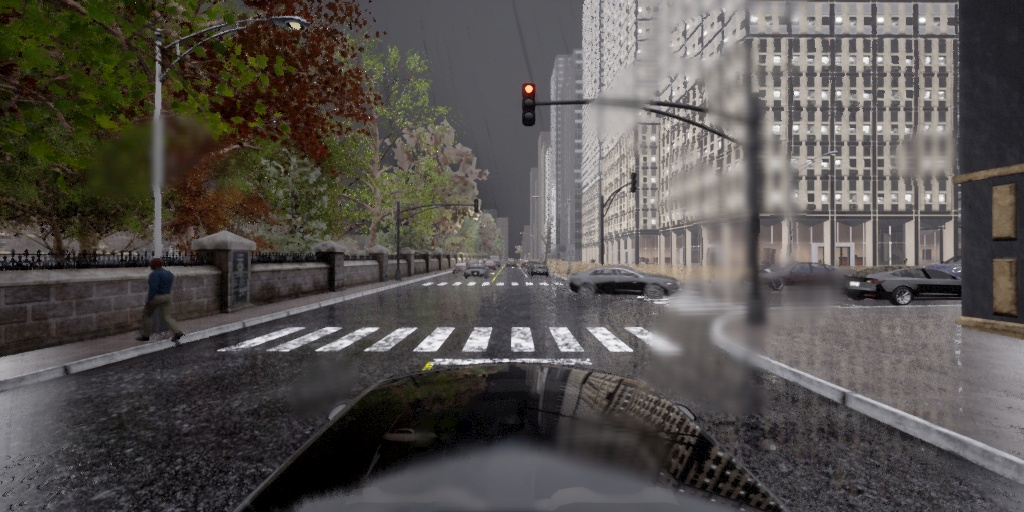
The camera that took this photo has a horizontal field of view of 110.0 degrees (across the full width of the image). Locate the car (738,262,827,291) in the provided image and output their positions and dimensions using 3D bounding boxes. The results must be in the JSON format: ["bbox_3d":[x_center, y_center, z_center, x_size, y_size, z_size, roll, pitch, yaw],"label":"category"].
[{"bbox_3d":[15.107,1.024,18.958,5.357,1.411,2.033,-1,0,0],"label":"car"}]

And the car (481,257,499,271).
[{"bbox_3d":[-3.183,1.250,49.701,1.882,1.535,5.008,0,0,0],"label":"car"}]

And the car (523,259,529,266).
[{"bbox_3d":[2.615,1.332,41.353,1.948,1.339,4.313,0,0,0],"label":"car"}]

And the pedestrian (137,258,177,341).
[{"bbox_3d":[-7.573,0.888,7.659,0.375,1.860,0.375,0,0,0],"label":"pedestrian"}]

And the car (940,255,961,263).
[{"bbox_3d":[24.505,0.668,19.025,4.553,1.767,2.097,-1,0,0],"label":"car"}]

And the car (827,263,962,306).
[{"bbox_3d":[14.663,1.025,13.160,4.313,1.339,1.948,0,0,0],"label":"car"}]

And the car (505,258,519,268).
[{"bbox_3d":[-0.116,1.291,62.551,1.837,1.490,4.892,0,0,0],"label":"car"}]

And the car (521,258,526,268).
[{"bbox_3d":[2.604,1.336,46.985,1.948,1.339,4.313,0,0,0],"label":"car"}]

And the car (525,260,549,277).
[{"bbox_3d":[2.625,1.328,35.720,1.948,1.339,4.313,0,0,0],"label":"car"}]

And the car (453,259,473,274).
[{"bbox_3d":[-5.766,1.348,41.337,1.802,1.307,4.207,0,0,0],"label":"car"}]

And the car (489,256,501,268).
[{"bbox_3d":[-3.160,1.002,63.359,2.150,2.045,5.566,0,1,0],"label":"car"}]

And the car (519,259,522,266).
[{"bbox_3d":[2.573,1.333,63.883,1.888,1.381,4.507,0,0,0],"label":"car"}]

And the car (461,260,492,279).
[{"bbox_3d":[-3.155,1.324,32.687,1.994,1.385,4.181,0,0,0],"label":"car"}]

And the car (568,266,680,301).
[{"bbox_3d":[5.039,1.198,16.599,4.902,1.511,2.128,-2,0,24],"label":"car"}]
